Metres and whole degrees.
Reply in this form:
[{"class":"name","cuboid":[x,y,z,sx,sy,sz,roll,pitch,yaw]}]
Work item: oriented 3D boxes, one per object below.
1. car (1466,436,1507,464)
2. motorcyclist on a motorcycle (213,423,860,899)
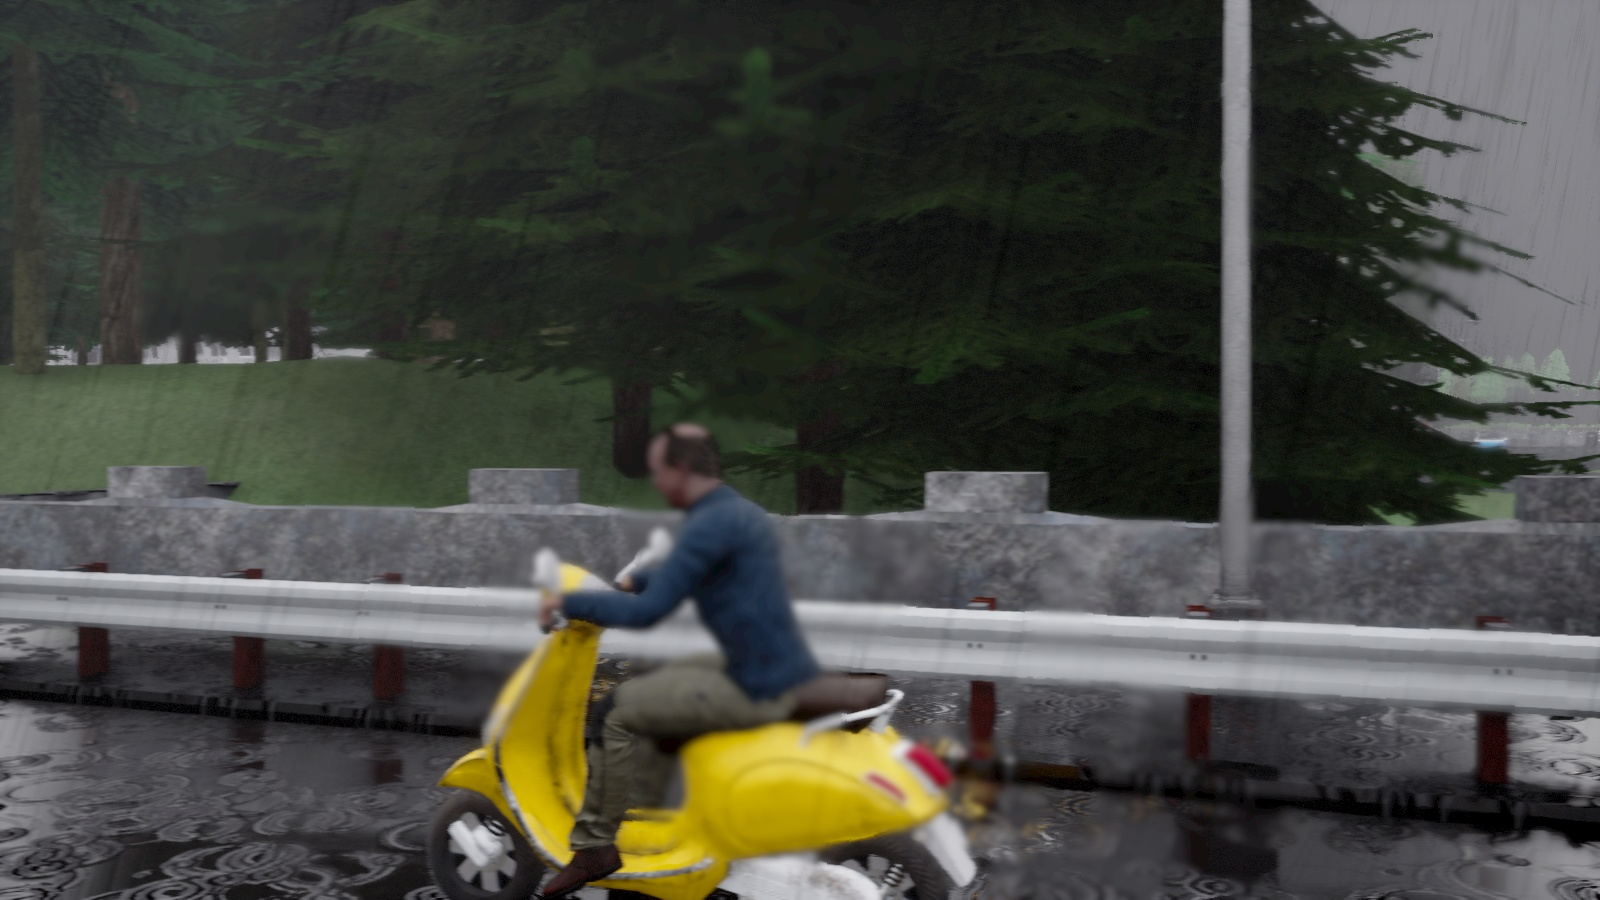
[{"class":"car","cuboid":[35.326,-0.021,64.682,1.481,1.376,2.207,1,1,19]},{"class":"motorcyclist on a motorcycle","cuboid":[-0.807,0.713,3.991,1.817,1.590,0.866,0,1,19]}]
